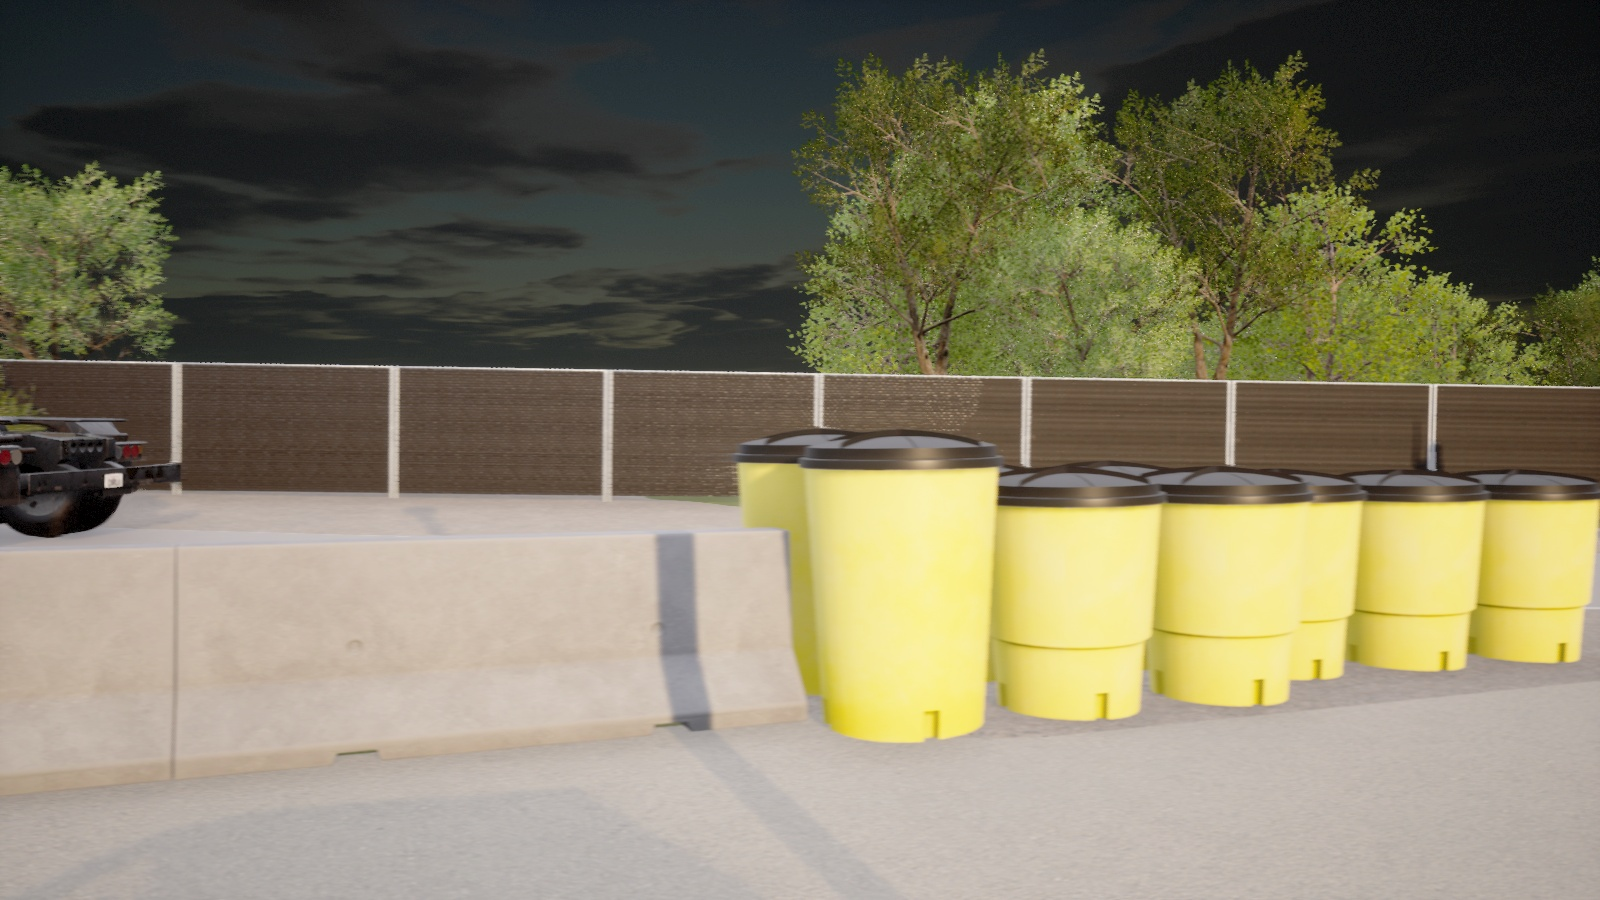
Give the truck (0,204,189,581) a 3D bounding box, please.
[{"bbox_3d":[-11.093,-0.558,13.211,7.936,3.462,2.891,0,2,3],"label":"truck"}]
